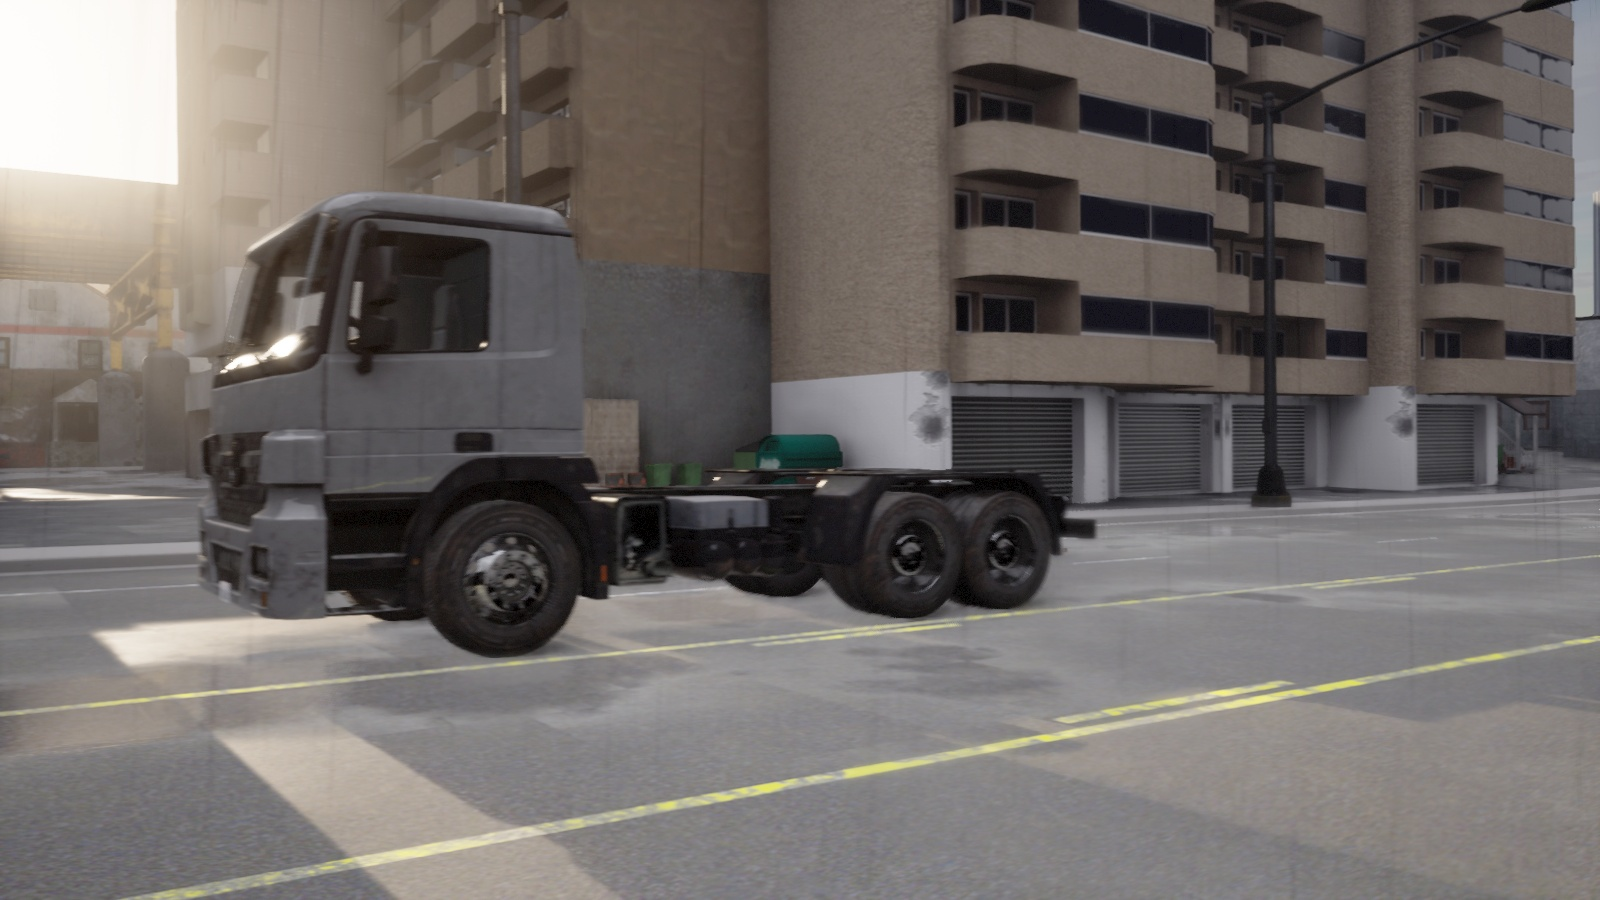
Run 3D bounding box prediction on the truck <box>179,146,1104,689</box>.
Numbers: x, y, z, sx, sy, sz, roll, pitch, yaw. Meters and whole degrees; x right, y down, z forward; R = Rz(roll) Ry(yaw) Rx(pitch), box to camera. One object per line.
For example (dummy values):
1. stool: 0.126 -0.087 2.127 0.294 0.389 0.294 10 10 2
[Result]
1. truck: -1.052 -0.207 11.458 7.936 3.462 2.891 0 0 -35
